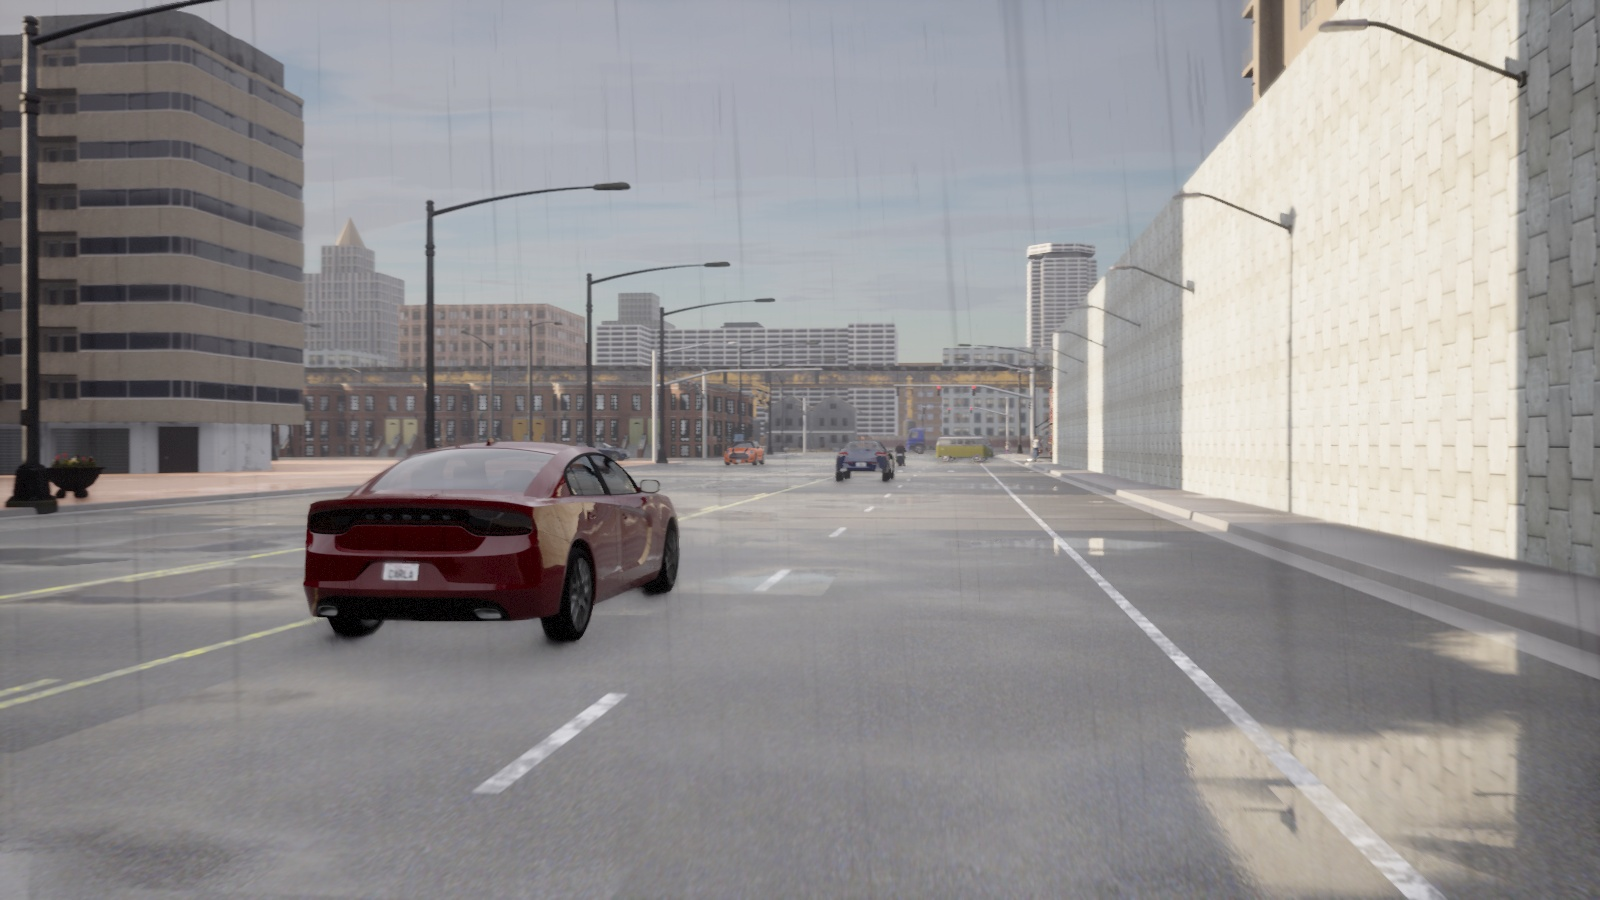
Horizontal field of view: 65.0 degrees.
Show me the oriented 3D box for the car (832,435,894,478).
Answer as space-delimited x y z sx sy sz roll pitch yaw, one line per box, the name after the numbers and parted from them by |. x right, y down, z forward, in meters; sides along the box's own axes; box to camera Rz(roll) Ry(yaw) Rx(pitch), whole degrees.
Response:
2.606 0.242 50.807 2.152 1.651 5.027 0 0 7 | car

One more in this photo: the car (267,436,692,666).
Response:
-2.401 0.659 10.973 1.882 1.535 5.008 0 0 7 | car

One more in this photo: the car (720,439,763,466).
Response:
-3.848 0.126 83.720 2.097 1.767 4.553 0 0 7 | car

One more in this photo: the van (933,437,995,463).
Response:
12.625 -0.028 96.796 4.442 1.987 1.775 0 0 23 | van
